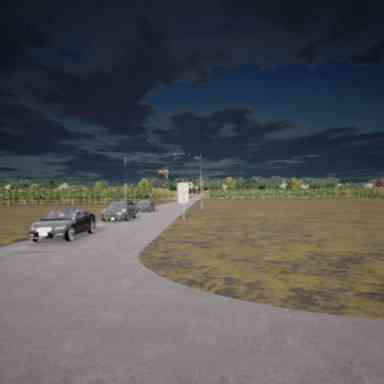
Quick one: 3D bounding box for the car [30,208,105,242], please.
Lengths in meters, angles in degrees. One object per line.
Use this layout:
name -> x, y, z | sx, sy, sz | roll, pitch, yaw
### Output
car -> -6.524, 1.627, 17.316 | 2.128, 1.511, 4.902 | -2, 0, 3

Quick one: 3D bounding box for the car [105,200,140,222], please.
car -> -6.088, 1.520, 28.056 | 2.097, 1.767, 4.553 | -2, 0, 2

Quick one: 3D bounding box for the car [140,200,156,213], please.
car -> -5.605, 1.730, 40.411 | 1.837, 1.490, 4.892 | -2, -1, 2
